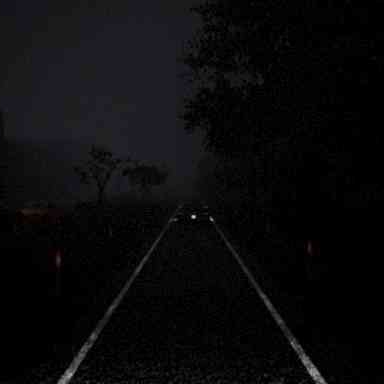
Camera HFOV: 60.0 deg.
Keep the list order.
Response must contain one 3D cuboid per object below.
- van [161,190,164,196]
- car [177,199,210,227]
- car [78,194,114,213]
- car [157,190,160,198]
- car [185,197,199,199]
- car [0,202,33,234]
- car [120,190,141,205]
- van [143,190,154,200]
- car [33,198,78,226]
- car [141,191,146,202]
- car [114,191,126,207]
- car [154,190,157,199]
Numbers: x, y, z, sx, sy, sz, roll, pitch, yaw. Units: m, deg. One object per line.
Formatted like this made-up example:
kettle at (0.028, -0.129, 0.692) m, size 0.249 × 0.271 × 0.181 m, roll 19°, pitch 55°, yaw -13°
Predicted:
van at (-9.300, 0.403, 91.162) m, size 1.878 × 1.987 × 4.442 m, roll 0°, pitch -1°, yaw -2°
car at (0.089, 1.375, 21.018) m, size 1.994 × 1.385 × 4.181 m, roll 0°, pitch 1°, yaw 0°
car at (-9.042, 1.061, 30.357) m, size 2.097 × 1.535 × 5.008 m, roll 0°, pitch 0°, yaw 2°
car at (-9.117, 0.770, 74.701) m, size 2.163 × 1.488 × 4.792 m, roll 0°, pitch -1°, yaw -2°
car at (0.081, 1.196, 37.082) m, size 1.994 × 1.385 × 4.181 m, roll 0°, pitch 1°, yaw 0°
car at (-9.014, 1.206, 13.724) m, size 2.097 × 1.535 × 5.008 m, roll 0°, pitch 0°, yaw 2°
car at (-9.068, 0.715, 45.788) m, size 2.435 × 2.045 × 5.566 m, roll 0°, pitch 0°, yaw 1°
van at (-9.104, 0.610, 63.503) m, size 1.878 × 1.987 × 4.442 m, roll 0°, pitch 1°, yaw 2°
car at (-9.032, 1.139, 20.105) m, size 1.946 × 1.575 × 5.366 m, roll 0°, pitch 0°, yaw 2°
car at (-9.080, 0.947, 52.534) m, size 2.002 × 1.452 × 4.674 m, roll 0°, pitch 1°, yaw 0°
car at (-9.052, 1.007, 35.905) m, size 2.097 × 1.535 × 5.008 m, roll 0°, pitch 0°, yaw 2°
car at (-9.108, 0.777, 69.190) m, size 2.231 × 1.521 × 4.892 m, roll 0°, pitch -1°, yaw -2°
